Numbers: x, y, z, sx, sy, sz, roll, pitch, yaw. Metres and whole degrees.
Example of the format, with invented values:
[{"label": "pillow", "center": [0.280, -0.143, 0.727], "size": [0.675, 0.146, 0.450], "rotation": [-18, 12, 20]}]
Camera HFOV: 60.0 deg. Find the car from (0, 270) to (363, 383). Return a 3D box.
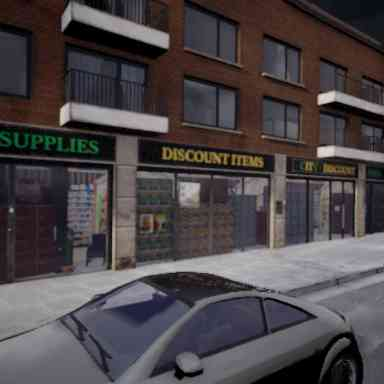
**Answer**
[{"label": "car", "center": [-0.200, 1.575, 3.233], "size": [4.181, 1.385, 1.994], "rotation": [0, 0, -36]}]
